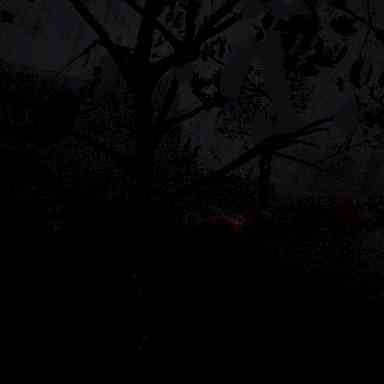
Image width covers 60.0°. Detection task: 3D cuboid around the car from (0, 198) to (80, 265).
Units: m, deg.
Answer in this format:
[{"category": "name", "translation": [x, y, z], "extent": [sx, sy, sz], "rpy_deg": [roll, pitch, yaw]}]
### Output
[{"category": "car", "translation": [-6.426, 1.243, 11.979], "extent": [5.566, 2.045, 2.435], "rpy_deg": [-1, -1, 35]}]

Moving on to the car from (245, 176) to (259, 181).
[{"category": "car", "translation": [17.334, -2.918, 90.983], "extent": [1.946, 1.575, 5.366], "rpy_deg": [7, 3, 34]}]

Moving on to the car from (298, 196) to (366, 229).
[{"category": "car", "translation": [8.243, 1.315, 22.429], "extent": [5.566, 2.045, 2.435], "rpy_deg": [-1, -1, 35]}]

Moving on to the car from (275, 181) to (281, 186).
[{"category": "car", "translation": [22.435, -2.060, 83.470], "extent": [2.002, 1.452, 4.674], "rpy_deg": [7, 3, 35]}]

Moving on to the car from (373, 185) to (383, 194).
[{"category": "car", "translation": [36.272, -0.170, 63.729], "extent": [2.435, 2.045, 5.566], "rpy_deg": [7, 3, 35]}]

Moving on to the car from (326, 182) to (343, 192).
[{"category": "car", "translation": [31.065, -0.736, 71.117], "extent": [2.231, 1.521, 4.892], "rpy_deg": [7, 3, 35]}]

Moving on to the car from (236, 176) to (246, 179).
[{"category": "car", "translation": [15.485, -3.442, 93.244], "extent": [2.435, 2.045, 5.566], "rpy_deg": [7, 3, 34]}]

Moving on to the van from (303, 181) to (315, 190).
[{"category": "van", "translation": [27.580, -1.508, 75.954], "extent": [1.878, 1.987, 4.442], "rpy_deg": [7, 3, 35]}]

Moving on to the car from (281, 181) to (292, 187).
[{"category": "car", "translation": [24.176, -1.787, 81.007], "extent": [2.002, 1.452, 4.674], "rpy_deg": [7, 3, 35]}]

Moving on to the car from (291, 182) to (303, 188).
[{"category": "car", "translation": [26.006, -1.555, 78.685], "extent": [1.946, 1.575, 5.366], "rpy_deg": [7, 3, 35]}]

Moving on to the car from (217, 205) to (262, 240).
[{"category": "car", "translation": [0.911, 1.396, 17.213], "extent": [4.553, 1.767, 2.185], "rpy_deg": [-1, -1, 35]}]

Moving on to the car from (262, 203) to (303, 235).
[{"category": "car", "translation": [3.377, 1.536, 18.938], "extent": [4.892, 1.521, 2.231], "rpy_deg": [-1, -1, 35]}]

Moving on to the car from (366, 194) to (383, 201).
[{"category": "car", "translation": [15.598, 1.366, 27.640], "extent": [5.566, 2.045, 2.435], "rpy_deg": [-1, -1, 35]}]

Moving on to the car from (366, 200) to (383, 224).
[{"category": "car", "translation": [10.563, 1.582, 24.255], "extent": [5.366, 1.575, 1.946], "rpy_deg": [-1, -1, 35]}]

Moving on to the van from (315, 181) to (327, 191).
[{"category": "van", "translation": [29.307, -1.235, 73.481], "extent": [1.878, 1.987, 4.442], "rpy_deg": [7, 3, 35]}]

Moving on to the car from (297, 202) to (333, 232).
[{"category": "car", "translation": [5.797, 1.579, 20.683], "extent": [4.792, 1.488, 2.163], "rpy_deg": [-1, -1, 35]}]

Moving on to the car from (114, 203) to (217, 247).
[{"category": "car", "translation": [-1.485, 1.383, 15.430], "extent": [4.553, 1.767, 2.185], "rpy_deg": [-1, -1, 35]}]
